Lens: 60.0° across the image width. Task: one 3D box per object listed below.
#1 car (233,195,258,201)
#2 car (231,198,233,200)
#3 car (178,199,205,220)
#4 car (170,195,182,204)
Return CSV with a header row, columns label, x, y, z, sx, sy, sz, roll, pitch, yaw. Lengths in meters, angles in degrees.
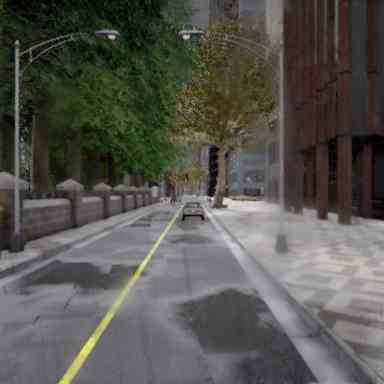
label,x,y,z,sx,sy,sz,roll,pitch,yaw
car,12.359,1.429,74.316,4.829,1.417,1.752,-1,1,0
car,12.042,1.434,82.842,4.829,1.417,1.752,-1,1,0
car,0.101,1.553,28.372,2.033,1.411,5.357,0,0,0
car,-2.996,1.351,63.219,2.097,1.767,4.553,0,0,0
